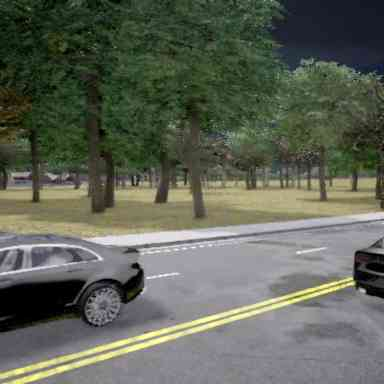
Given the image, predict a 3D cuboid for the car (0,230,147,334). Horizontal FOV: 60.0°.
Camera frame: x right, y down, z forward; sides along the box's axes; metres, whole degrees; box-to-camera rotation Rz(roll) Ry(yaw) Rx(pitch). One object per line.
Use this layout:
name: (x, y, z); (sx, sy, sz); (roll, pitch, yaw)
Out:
car: (-3.128, 1.494, 5.446); (4.902, 1.511, 2.128); (0, 0, -35)

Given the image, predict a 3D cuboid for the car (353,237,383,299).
car: (5.611, 1.494, 7.440); (5.008, 1.535, 1.882); (0, 0, -36)

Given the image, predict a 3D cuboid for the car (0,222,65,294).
car: (-5.416, 1.564, 7.805); (4.181, 1.385, 1.994); (0, 0, -35)
